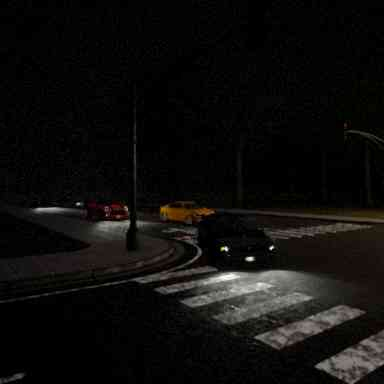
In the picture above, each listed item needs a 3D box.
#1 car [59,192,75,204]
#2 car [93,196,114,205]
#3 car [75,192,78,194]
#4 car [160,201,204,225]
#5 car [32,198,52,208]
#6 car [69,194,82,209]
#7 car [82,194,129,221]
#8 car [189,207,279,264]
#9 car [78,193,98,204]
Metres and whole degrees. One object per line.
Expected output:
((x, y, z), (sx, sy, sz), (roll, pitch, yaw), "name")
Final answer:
((-21.318, 1.031, 57.821), (2.150, 2.045, 5.566), (0, 0, -36), "car")
((-14.444, 1.340, 53.932), (1.812, 1.442, 4.674), (0, 0, -36), "car")
((-15.500, 1.179, 49.904), (2.097, 1.767, 4.553), (0, 0, -35), "car")
((-0.364, 1.402, 23.294), (1.882, 1.535, 5.008), (0, 0, -36), "car")
((-20.660, 1.443, 45.796), (1.895, 1.301, 4.718), (0, 0, -35), "car")
((-12.843, 1.347, 40.485), (2.128, 1.511, 4.902), (0, 0, -36), "car")
((-6.773, 1.260, 26.589), (2.097, 1.767, 4.553), (0, 0, -36), "car")
((1.339, 1.524, 12.186), (2.033, 1.411, 5.357), (0, 0, -8), "car")
((-18.654, 1.154, 59.684), (2.097, 1.767, 4.553), (0, 0, -36), "car")
